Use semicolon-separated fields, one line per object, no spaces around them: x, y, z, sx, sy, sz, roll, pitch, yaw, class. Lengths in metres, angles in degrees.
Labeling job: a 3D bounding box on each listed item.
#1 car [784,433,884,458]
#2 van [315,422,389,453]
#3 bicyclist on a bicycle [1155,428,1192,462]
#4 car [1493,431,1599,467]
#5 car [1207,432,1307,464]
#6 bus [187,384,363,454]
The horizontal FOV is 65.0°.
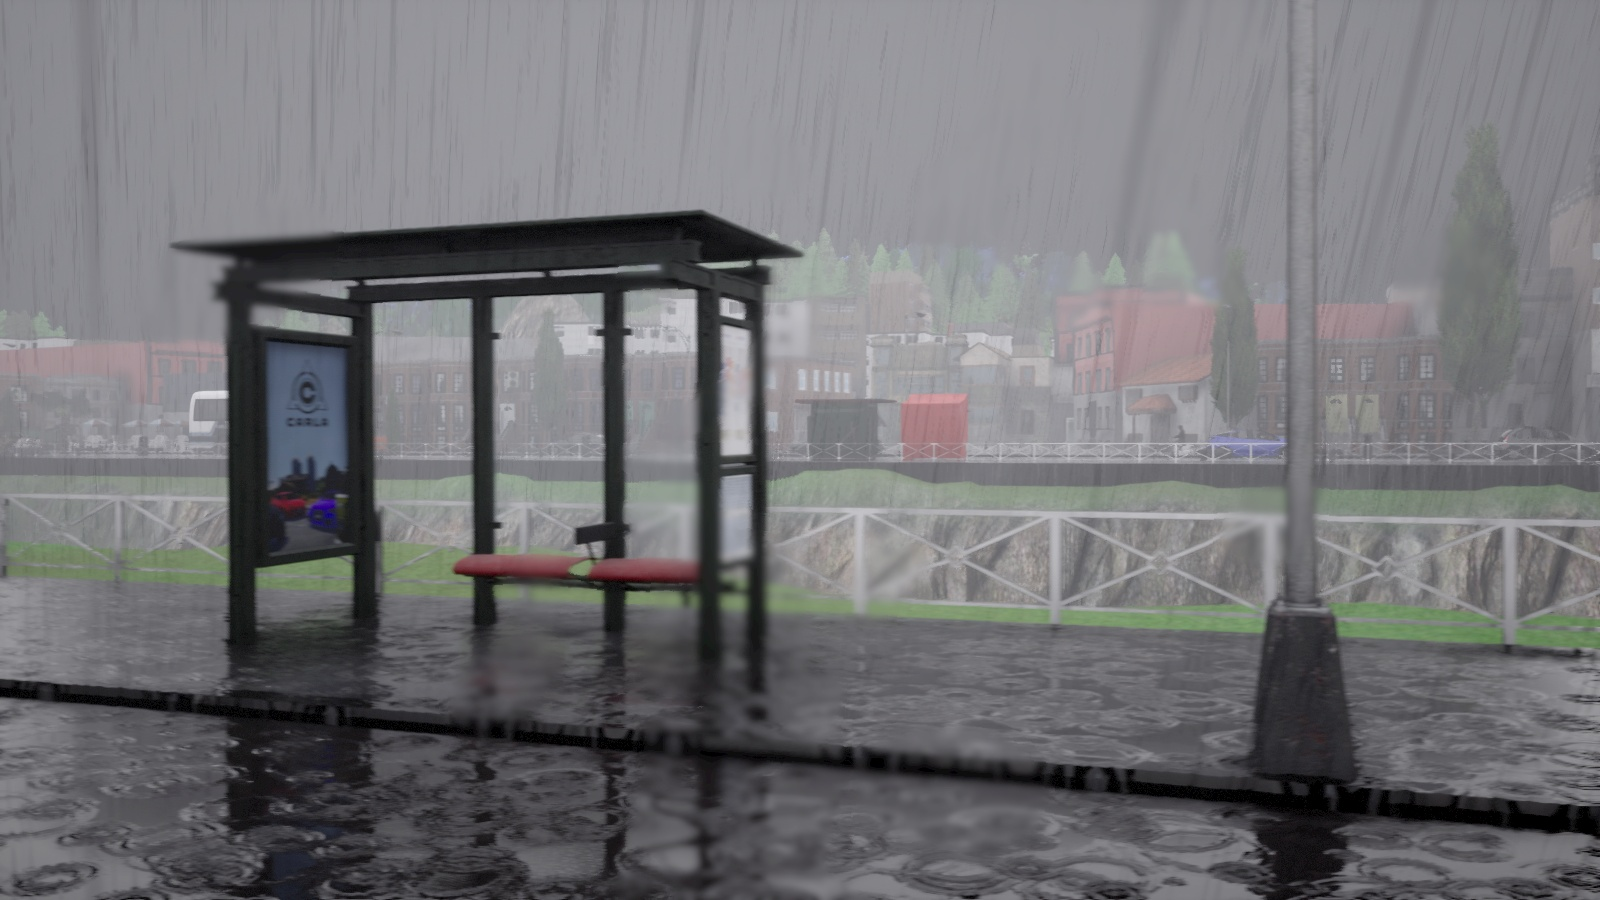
1.963;-0.278;72.376;5.357;1.411;2.033;1;1;19;car
-29.573;-0.861;82.972;4.442;1.987;1.775;1;1;19;van
19.748;-0.292;66.395;1.843;1.776;0.659;1;1;19;bicyclist on a bicycle
34.090;-0.066;57.357;3.988;1.617;1.851;1;1;19;car
22.252;-0.125;61.336;4.514;1.525;2.007;1;1;19;car
-33.453;-1.958;80.038;10.273;4.253;3.944;0;1;19;bus
